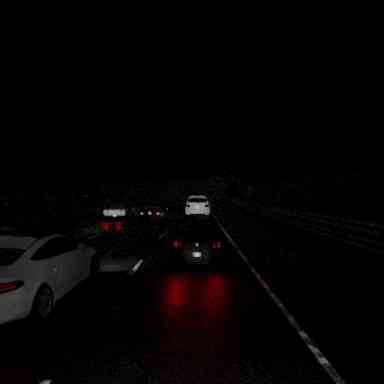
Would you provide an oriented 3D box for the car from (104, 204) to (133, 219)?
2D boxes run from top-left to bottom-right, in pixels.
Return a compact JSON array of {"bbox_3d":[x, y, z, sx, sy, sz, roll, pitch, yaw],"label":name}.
[{"bbox_3d":[-6.478,1.716,30.326,1.895,1.301,4.718,0,0,2],"label":"car"}]

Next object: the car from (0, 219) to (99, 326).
[{"bbox_3d":[-3.398,1.553,6.997,1.812,1.442,4.674,0,0,1],"label":"car"}]

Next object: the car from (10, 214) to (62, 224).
[{"bbox_3d":[-6.786,1.667,15.108,1.895,1.301,4.718,0,0,1],"label":"car"}]

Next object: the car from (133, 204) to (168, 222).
[{"bbox_3d":[-3.060,1.662,27.278,2.033,1.411,5.357,0,0,2],"label":"car"}]

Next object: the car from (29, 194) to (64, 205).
[{"bbox_3d":[-16.881,1.446,39.622,2.097,1.767,4.553,0,0,2],"label":"car"}]

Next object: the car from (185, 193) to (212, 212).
[{"bbox_3d":[0.534,1.346,30.620,2.150,2.045,5.566,0,0,2],"label":"car"}]

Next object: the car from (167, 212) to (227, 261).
[{"bbox_3d":[0.175,1.659,12.496,1.895,1.301,4.718,0,0,0],"label":"car"}]

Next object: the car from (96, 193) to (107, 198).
[{"bbox_3d":[-21.716,0.908,80.512,1.837,1.490,4.892,0,1,4],"label":"car"}]

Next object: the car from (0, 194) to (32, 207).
[{"bbox_3d":[-20.355,1.311,40.605,2.150,2.045,5.566,0,0,2],"label":"car"}]
